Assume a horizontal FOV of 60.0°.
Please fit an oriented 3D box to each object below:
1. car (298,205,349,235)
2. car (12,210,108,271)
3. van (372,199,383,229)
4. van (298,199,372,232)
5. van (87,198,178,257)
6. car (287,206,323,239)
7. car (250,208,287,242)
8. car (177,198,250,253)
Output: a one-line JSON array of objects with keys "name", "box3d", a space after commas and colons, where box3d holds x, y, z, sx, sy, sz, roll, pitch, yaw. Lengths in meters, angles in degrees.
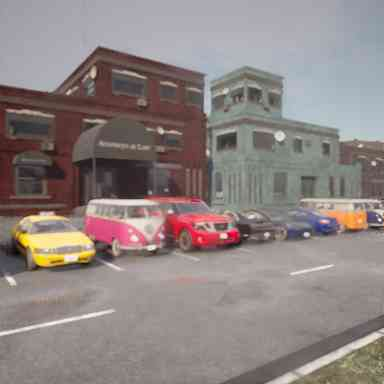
[{"name": "car", "box3d": [6.258, 1.676, 19.423, 2.002, 1.452, 4.674, 1, 0, -35]}, {"name": "car", "box3d": [-4.859, 1.481, 11.299, 1.946, 1.575, 5.366, 1, 0, -35]}, {"name": "van", "box3d": [10.958, 1.480, 22.623, 1.878, 1.987, 4.442, 1, 0, -35]}, {"name": "van", "box3d": [8.559, 1.445, 21.205, 1.878, 1.987, 4.442, 1, 0, -35]}, {"name": "van", "box3d": [-2.632, 1.287, 12.966, 1.878, 1.987, 4.442, 1, 0, -35]}, {"name": "car", "box3d": [4.111, 1.634, 17.864, 2.163, 1.488, 4.792, 1, 0, -35]}, {"name": "car", "box3d": [1.833, 1.574, 16.274, 2.231, 1.521, 4.892, 1, 0, -35]}, {"name": "car", "box3d": [-0.419, 1.290, 14.647, 2.435, 2.045, 5.566, 1, 0, -35]}]
